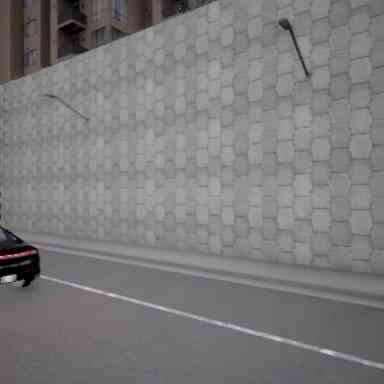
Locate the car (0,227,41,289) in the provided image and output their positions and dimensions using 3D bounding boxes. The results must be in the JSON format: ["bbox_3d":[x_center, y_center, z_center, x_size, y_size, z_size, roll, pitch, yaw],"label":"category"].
[{"bbox_3d":[-5.614,1.519,8.023,4.902,1.511,2.128,0,0,35],"label":"car"}]
